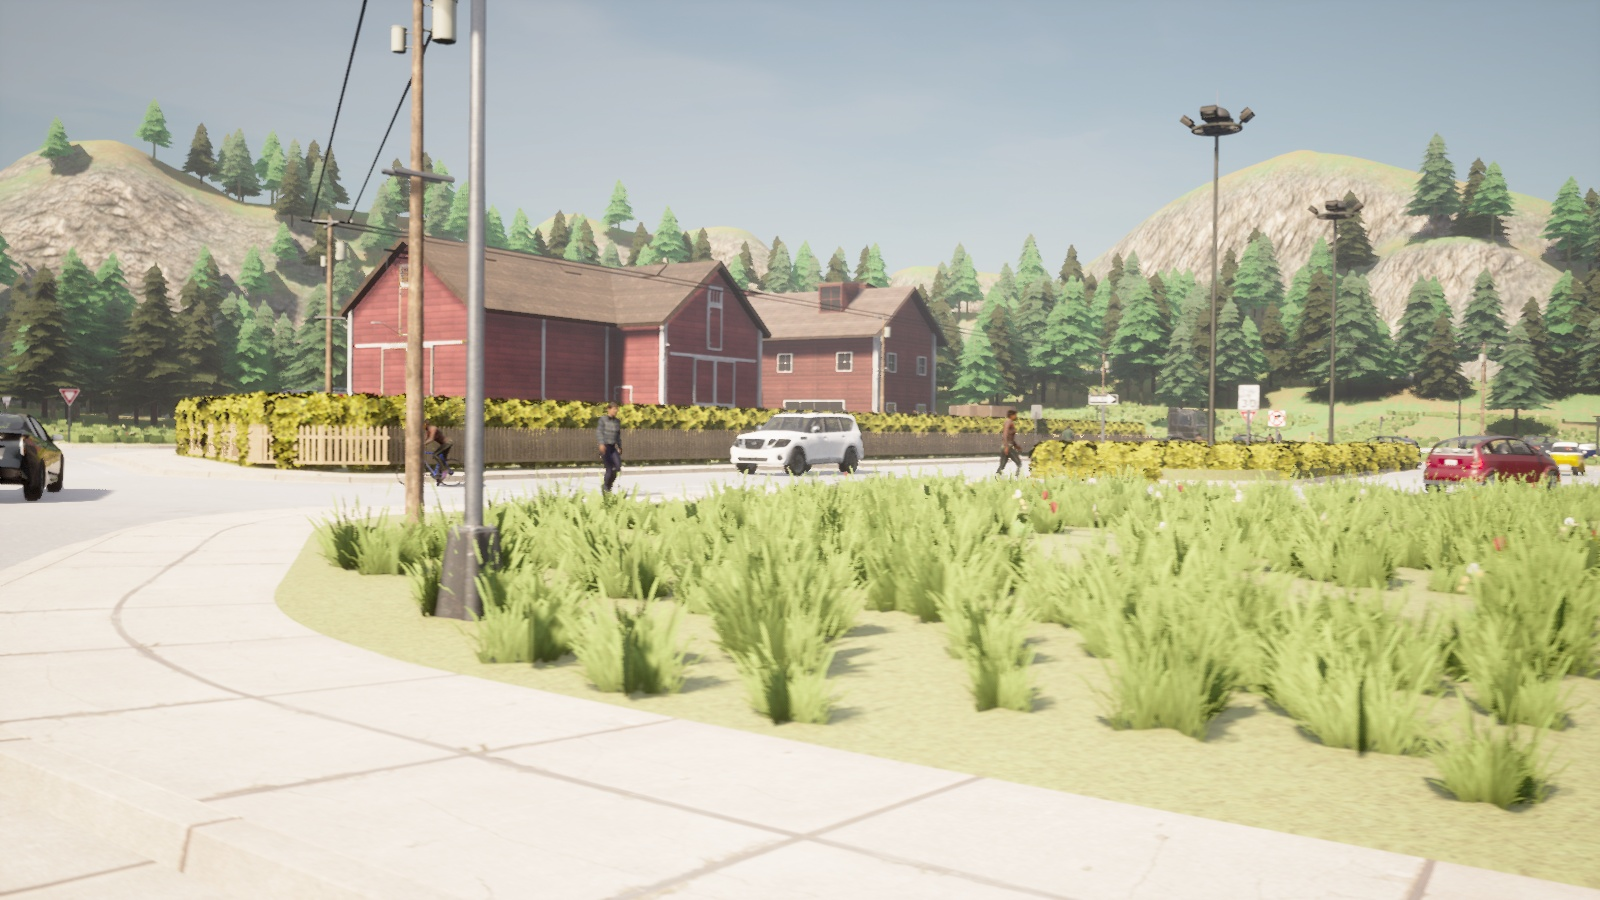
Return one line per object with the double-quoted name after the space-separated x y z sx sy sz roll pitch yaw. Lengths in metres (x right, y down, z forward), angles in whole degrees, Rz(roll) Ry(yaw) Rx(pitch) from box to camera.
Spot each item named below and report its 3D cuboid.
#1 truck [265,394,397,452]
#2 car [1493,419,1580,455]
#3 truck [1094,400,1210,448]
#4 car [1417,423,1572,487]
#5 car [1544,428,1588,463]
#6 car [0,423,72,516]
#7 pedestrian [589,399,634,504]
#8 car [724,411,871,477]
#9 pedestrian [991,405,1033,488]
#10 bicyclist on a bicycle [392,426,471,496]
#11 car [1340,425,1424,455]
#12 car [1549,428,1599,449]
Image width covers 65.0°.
-32.571 -1.851 87.561 2.891 3.827 8.468 0 1 34 "truck"
35.024 -0.641 59.867 2.152 1.651 5.027 0 1 13 "car"
26.467 -1.931 94.669 7.936 3.462 2.891 0 1 34 "truck"
17.895 0.093 32.338 3.705 1.549 1.789 -1 2 -29 "car"
31.528 -0.214 51.701 1.481 1.376 2.207 0 1 33 "car"
-14.447 0.293 22.530 2.007 1.525 4.514 -1 1 -25 "car"
-3.559 0.016 23.703 0.788 1.949 0.423 0 1 40 "pedestrian"
0.020 -0.229 41.478 2.150 2.045 5.566 0 1 33 "car"
4.638 -0.086 27.482 0.869 1.805 0.328 0 1 3 "pedestrian"
-8.670 0.241 29.588 1.656 1.620 0.582 -1 1 -36 "bicyclist on a bicycle"
31.524 -0.557 68.087 1.789 1.549 3.705 -1 1 -43 "car"
49.994 -0.708 79.123 4.718 1.301 1.895 0 1 34 "car"
